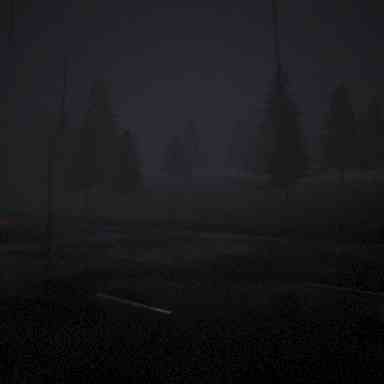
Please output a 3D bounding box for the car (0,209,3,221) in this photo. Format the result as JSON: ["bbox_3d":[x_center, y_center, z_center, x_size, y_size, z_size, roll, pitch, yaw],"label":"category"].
[{"bbox_3d":[-19.377,1.916,30.758,4.902,1.511,2.128,-1,-1,35],"label":"car"}]
